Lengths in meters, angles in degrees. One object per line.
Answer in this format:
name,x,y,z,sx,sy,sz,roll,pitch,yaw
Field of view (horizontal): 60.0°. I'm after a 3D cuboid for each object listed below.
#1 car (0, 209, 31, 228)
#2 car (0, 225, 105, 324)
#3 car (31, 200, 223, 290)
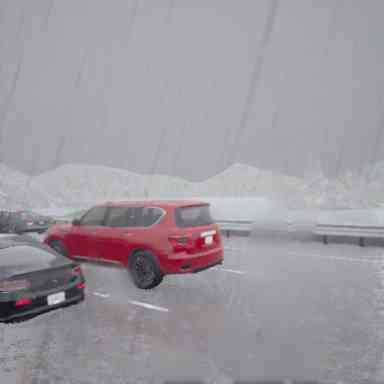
car,-10.001,1.687,18.537,5.357,1.411,2.033,-1,0,30
car,-4.113,1.580,6.660,4.674,1.442,1.812,-1,0,34
car,-1.837,1.254,9.370,5.566,2.045,2.150,-1,0,33
